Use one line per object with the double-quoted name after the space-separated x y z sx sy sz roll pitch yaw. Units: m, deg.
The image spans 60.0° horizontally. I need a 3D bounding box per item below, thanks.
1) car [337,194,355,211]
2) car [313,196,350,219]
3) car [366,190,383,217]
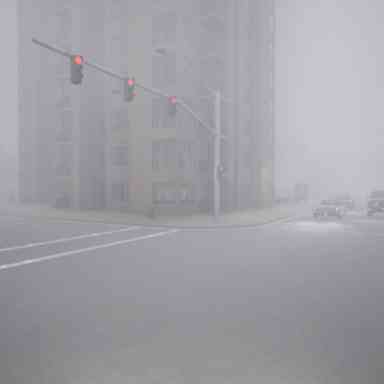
15.180 1.028 33.273 1.837 1.490 4.892 0 1 30 "car"
10.492 1.239 25.225 1.895 1.301 4.718 0 1 30 "car"
15.313 0.841 26.509 2.150 2.045 5.566 0 1 31 "car"
